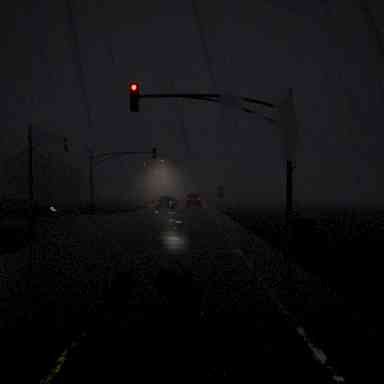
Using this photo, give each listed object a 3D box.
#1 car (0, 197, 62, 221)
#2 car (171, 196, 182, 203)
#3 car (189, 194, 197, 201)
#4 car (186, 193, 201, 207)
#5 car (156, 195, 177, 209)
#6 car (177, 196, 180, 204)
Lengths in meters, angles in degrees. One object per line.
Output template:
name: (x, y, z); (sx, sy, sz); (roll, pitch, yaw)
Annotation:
car: (-12.295, 1.245, 25.204); (4.553, 1.767, 2.097); (1, 0, -10)
car: (-3.286, 1.476, 70.859); (1.994, 1.385, 4.181); (0, 0, 0)
car: (0.261, 1.414, 86.100); (2.128, 1.511, 4.902); (0, 0, 0)
car: (0.251, 1.181, 50.590); (2.150, 2.045, 5.566); (0, 0, 0)
car: (-3.459, 1.320, 43.517); (2.097, 1.767, 4.553); (0, 0, 0)
car: (-3.431, 1.308, 52.298); (2.097, 1.767, 4.553); (0, 0, 0)
